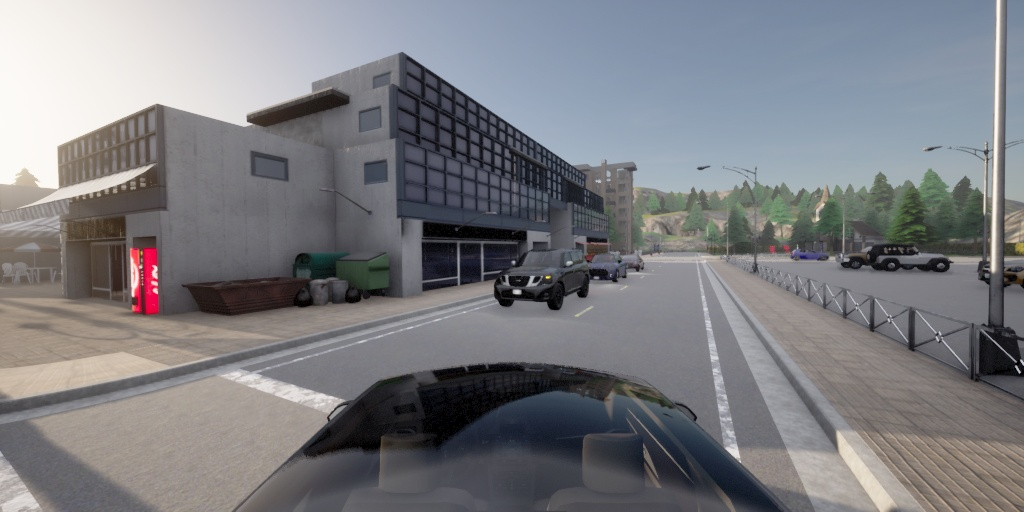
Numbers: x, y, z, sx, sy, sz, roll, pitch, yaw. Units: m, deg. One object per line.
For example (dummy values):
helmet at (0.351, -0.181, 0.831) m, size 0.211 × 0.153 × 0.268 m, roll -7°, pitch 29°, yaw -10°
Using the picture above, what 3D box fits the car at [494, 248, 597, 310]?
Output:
car at (1.408, 0.730, 13.849) m, size 2.150 × 2.045 × 5.566 m, roll 0°, pitch 1°, yaw 27°

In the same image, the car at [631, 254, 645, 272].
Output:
car at (10.516, 0.560, 31.732) m, size 1.812 × 1.442 × 4.674 m, roll 0°, pitch 1°, yaw 27°

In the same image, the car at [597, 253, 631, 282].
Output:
car at (5.870, 0.628, 22.616) m, size 2.097 × 1.767 × 4.553 m, roll 0°, pitch 1°, yaw 27°
